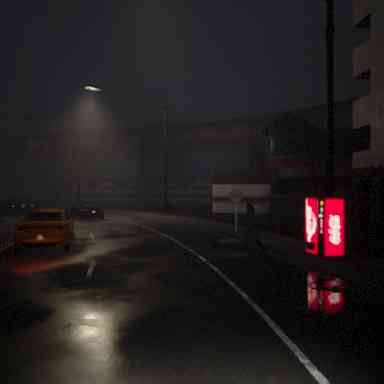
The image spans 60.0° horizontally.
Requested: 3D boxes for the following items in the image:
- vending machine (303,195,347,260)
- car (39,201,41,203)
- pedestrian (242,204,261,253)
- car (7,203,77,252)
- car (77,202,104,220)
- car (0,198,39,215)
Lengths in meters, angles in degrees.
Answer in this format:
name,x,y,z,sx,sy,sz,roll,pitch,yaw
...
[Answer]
name,x,y,z,sx,sy,sz,roll,pitch,yaw
vending machine,4.520,1.174,11.352,1.100,2.100,0.880,0,0,-13
car,-19.270,1.419,38.087,4.902,1.511,2.128,0,0,34
pedestrian,2.182,1.271,12.236,0.375,1.860,0.375,0,0,-14
car,-6.065,1.452,14.033,1.882,1.535,5.008,0,0,-17
car,-8.794,1.514,27.409,1.994,1.385,4.181,0,0,-36
car,-16.254,1.296,30.688,2.097,1.767,4.553,0,0,-43
